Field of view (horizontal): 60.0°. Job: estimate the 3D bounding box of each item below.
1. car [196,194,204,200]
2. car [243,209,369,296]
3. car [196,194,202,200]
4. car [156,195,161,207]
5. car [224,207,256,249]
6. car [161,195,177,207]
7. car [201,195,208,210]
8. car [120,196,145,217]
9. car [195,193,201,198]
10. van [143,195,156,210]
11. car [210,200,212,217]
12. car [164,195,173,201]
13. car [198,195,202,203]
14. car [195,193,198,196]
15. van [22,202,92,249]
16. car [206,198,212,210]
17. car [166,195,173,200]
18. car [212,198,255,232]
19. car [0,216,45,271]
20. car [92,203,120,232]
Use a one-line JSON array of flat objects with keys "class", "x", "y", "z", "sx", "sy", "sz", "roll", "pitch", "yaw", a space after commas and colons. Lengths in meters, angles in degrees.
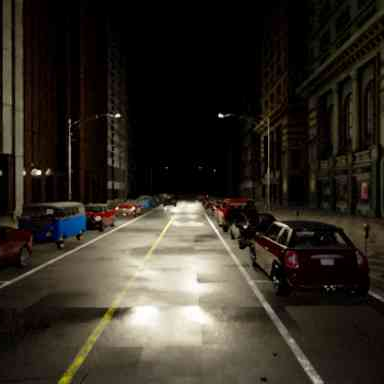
[{"class": "car", "x": 2.284, "y": 1.468, "z": 93.194, "sx": 1.967, "sy": 1.590, "sz": 4.097, "roll": 0, "pitch": 0, "yaw": 0}, {"class": "car", "x": 2.722, "y": 1.437, "z": 8.650, "sx": 1.967, "sy": 1.590, "sz": 4.097, "roll": 0, "pitch": 0, "yaw": 0}, {"class": "car", "x": 2.402, "y": 1.595, "z": 70.649, "sx": 1.802, "sy": 1.307, "sz": 4.206, "roll": 0, "pitch": 0, "yaw": 0}, {"class": "car", "x": -6.006, "y": 1.538, "z": 47.883, "sx": 1.752, "sy": 1.417, "sz": 4.829, "roll": 0, "pitch": 0, "yaw": 0}, {"class": "car", "x": 2.693, "y": 1.563, "z": 14.286, "sx": 1.947, "sy": 1.339, "sz": 4.313, "roll": 0, "pitch": 0, "yaw": 0}, {"class": "car", "x": -3.257, "y": 1.584, "z": 51.117, "sx": 2.033, "sy": 1.411, "sz": 5.357, "roll": 0, "pitch": 0, "yaw": 0}, {"class": "car", "x": 2.547, "y": 1.440, "z": 42.467, "sx": 1.967, "sy": 1.590, "sz": 4.097, "roll": 0, "pitch": 0, "yaw": 0}, {"class": "car", "x": -5.920, "y": 1.450, "z": 31.143, "sx": 1.967, "sy": 1.590, "sz": 4.097, "roll": 0, "pitch": 0, "yaw": 0}, {"class": "car", "x": 2.344, "y": 1.601, "z": 81.921, "sx": 1.802, "sy": 1.307, "sz": 4.206, "roll": 0, "pitch": 0, "yaw": 0}, {"class": "van", "x": -5.978, "y": 1.352, "z": 42.416, "sx": 1.690, "sy": 1.788, "sz": 3.998, "roll": 0, "pitch": 0, "yaw": 0}, {"class": "car", "x": 2.635, "y": 1.543, "z": 25.559, "sx": 1.887, "sy": 1.381, "sz": 4.507, "roll": 0, "pitch": 0, "yaw": 0}, {"class": "car", "x": -6.211, "y": 1.585, "z": 87.508, "sx": 2.008, "sy": 1.369, "sz": 4.403, "roll": 0, "pitch": 0, "yaw": 0}, {"class": "car", "x": 2.489, "y": 1.570, "z": 53.740, "sx": 1.947, "sy": 1.339, "sz": 4.313, "roll": 0, "pitch": 0, "yaw": 0}, {"class": "car", "x": 2.314, "y": 1.605, "z": 87.558, "sx": 1.802, "sy": 1.307, "sz": 4.206, "roll": 0, "pitch": 0, "yaw": 0}, {"class": "van", "x": -5.833, "y": 1.349, "z": 14.233, "sx": 1.690, "sy": 1.788, "sz": 3.998, "roll": 0, "pitch": 0, "yaw": 0}, {"class": "car", "x": 2.606, "y": 1.565, "z": 31.195, "sx": 1.947, "sy": 1.339, "sz": 4.313, "roll": 0, "pitch": 0, "yaw": 0}, {"class": "car", "x": -6.240, "y": 1.621, "z": 93.145, "sx": 1.802, "sy": 1.307, "sz": 4.206, "roll": 0, "pitch": 0, "yaw": 0}, {"class": "car", "x": 2.663, "y": 1.313, "z": 19.923, "sx": 2.192, "sy": 1.841, "sz": 5.009, "roll": 0, "pitch": 0, "yaw": 0}, {"class": "car", "x": -5.803, "y": 1.553, "z": 8.596, "sx": 1.887, "sy": 1.381, "sz": 4.507, "roll": 0, "pitch": 0, "yaw": 0}, {"class": "car", "x": -5.861, "y": 1.449, "z": 19.870, "sx": 1.967, "sy": 1.590, "sz": 4.097, "roll": 0, "pitch": 0, "yaw": 0}]
